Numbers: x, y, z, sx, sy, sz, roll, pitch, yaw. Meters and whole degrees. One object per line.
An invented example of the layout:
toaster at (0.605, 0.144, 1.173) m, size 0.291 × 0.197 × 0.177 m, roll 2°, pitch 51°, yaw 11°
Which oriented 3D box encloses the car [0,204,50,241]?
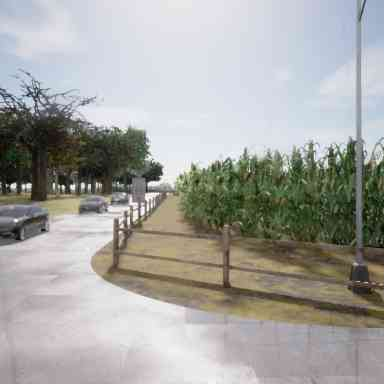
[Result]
car at (-8.311, 1.352, 15.751) m, size 1.837 × 1.490 × 4.892 m, roll 1°, pitch 1°, yaw -4°

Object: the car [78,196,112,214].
car at (-8.981, 1.134, 30.538) m, size 1.837 × 1.490 × 4.892 m, roll 1°, pitch 1°, yaw -2°

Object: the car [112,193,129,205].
car at (-9.514, 0.833, 44.100) m, size 2.128 × 1.511 × 4.902 m, roll 1°, pitch 1°, yaw -2°
